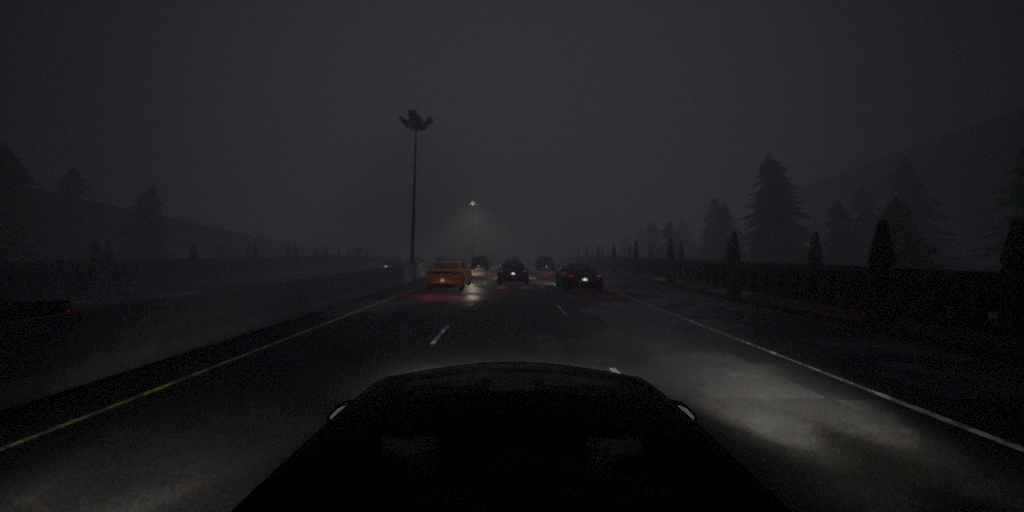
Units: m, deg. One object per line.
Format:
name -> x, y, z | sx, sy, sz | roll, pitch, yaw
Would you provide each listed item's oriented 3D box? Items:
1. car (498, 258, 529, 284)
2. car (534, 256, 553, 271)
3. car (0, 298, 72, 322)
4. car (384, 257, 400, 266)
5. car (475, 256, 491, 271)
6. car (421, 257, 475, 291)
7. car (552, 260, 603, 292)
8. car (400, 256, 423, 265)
car -> 0.072, 1.042, 23.848 | 1.994, 1.385, 4.181 | 0, 1, 0
car -> 3.552, 0.774, 39.396 | 1.837, 1.490, 4.892 | 0, 0, 0
car -> -10.605, 1.267, 5.566 | 2.033, 1.411, 5.357 | 0, 1, 0
car -> -17.568, 0.781, 54.005 | 2.033, 1.411, 5.357 | 0, -1, 0
car -> -3.449, 0.774, 39.408 | 1.837, 1.490, 4.892 | 0, 0, 0
car -> -3.424, 1.006, 20.099 | 1.882, 1.535, 5.008 | 0, 1, 0
car -> 3.577, 1.099, 19.569 | 1.994, 1.385, 4.181 | 0, 1, 0
car -> -14.084, 0.693, 52.007 | 2.128, 1.511, 4.902 | 0, -1, 0
